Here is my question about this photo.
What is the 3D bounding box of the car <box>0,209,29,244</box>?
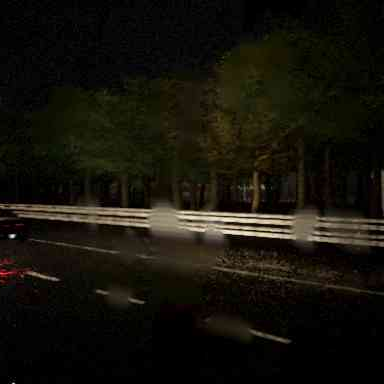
[{"bbox_3d":[-9.118,1.509,14.691,4.892,1.490,1.837,0,0,36],"label":"car"}]
